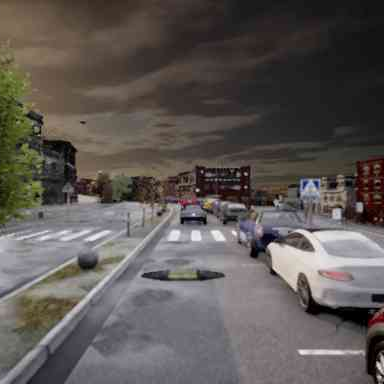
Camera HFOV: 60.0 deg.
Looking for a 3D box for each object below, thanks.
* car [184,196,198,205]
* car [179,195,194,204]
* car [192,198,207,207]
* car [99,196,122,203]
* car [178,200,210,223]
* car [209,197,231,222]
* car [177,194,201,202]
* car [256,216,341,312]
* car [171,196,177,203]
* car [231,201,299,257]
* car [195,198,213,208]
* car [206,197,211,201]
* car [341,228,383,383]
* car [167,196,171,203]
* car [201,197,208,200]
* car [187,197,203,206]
[{"bbox_3d":[-0.307,1.676,68.295,2.185,1.767,4.553,0,-1,-9],"label":"car"},{"bbox_3d":[-1.245,1.632,73.828,2.435,2.045,5.566,0,-1,-10],"label":"car"},{"bbox_3d":[1.222,1.741,57.343,2.002,1.452,4.674,0,0,-6],"label":"car"},{"bbox_3d":[-22.075,2.154,91.348,5.566,2.045,2.435,0,-2,-15],"label":"car"},{"bbox_3d":[0.086,1.577,25.547,1.994,1.385,4.181,0,0,-1],"label":"car"},{"bbox_3d":[2.991,1.508,29.545,2.231,1.521,4.892,0,0,0],"label":"car"},{"bbox_3d":[-0.458,1.339,42.913,2.150,2.045,5.566,0,0,-3],"label":"car"},{"bbox_3d":[2.998,1.522,7.590,2.002,1.452,4.674,0,0,0],"label":"car"},{"bbox_3d":[-3.467,2.153,84.640,2.002,1.452,4.674,0,-1,-12],"label":"car"},{"bbox_3d":[2.998,1.359,13.084,2.185,1.767,4.553,0,0,0],"label":"car"},{"bbox_3d":[1.804,1.691,51.855,2.163,1.488,4.792,0,0,-5],"label":"car"},{"bbox_3d":[2.879,1.582,35.092,2.002,1.452,4.674,0,0,-1],"label":"car"},{"bbox_3d":[2.997,1.354,1.914,2.185,1.767,4.553,0,0,0],"label":"car"},{"bbox_3d":[-4.736,2.301,90.033,2.002,1.452,4.674,0,-2,-14],"label":"car"},{"bbox_3d":[2.300,1.495,46.149,2.185,1.767,4.553,0,0,-4],"label":"car"},{"bbox_3d":[0.534,1.742,62.721,2.231,1.521,4.892,0,0,-7],"label":"car"}]
